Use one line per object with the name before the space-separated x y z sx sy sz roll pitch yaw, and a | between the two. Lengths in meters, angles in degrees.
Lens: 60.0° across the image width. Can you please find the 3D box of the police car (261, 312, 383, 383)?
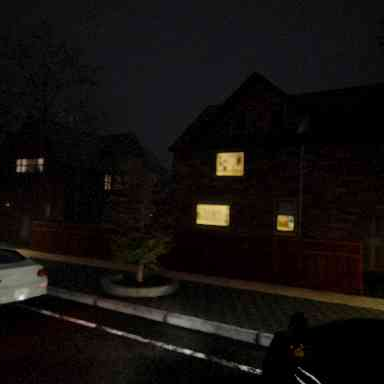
police car | 3.240 1.703 2.723 5.238 1.638 1.930 0 -4 31

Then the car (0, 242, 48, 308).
car | -5.355 1.838 7.748 4.674 1.442 1.812 0 -4 30
